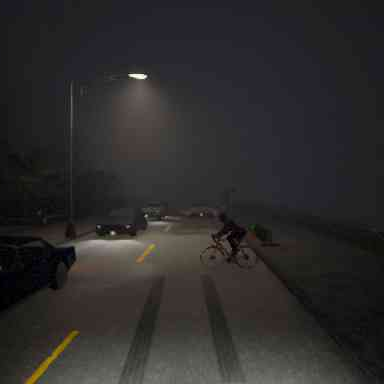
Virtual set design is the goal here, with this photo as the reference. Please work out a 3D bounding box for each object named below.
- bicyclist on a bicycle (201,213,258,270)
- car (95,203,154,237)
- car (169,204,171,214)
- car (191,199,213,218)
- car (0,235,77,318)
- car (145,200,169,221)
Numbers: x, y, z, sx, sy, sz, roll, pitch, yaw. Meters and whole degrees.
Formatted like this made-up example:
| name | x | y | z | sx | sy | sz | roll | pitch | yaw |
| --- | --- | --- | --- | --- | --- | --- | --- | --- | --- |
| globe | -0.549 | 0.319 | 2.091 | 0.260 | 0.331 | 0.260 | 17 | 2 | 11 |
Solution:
| name | x | y | z | sx | sy | sz | roll | pitch | yaw |
| --- | --- | --- | --- | --- | --- | --- | --- | --- | --- |
| bicyclist on a bicycle | 1.060 | 1.423 | 9.557 | 1.656 | 1.620 | 0.582 | -1 | 0 | 2 |
| car | -3.644 | 1.545 | 18.245 | 2.033 | 1.411 | 5.357 | 0 | 0 | 2 |
| car | -3.189 | 1.543 | 33.430 | 2.033 | 1.411 | 5.357 | 0 | 0 | 2 |
| car | 0.873 | 1.597 | 30.034 | 1.895 | 1.301 | 4.718 | 0 | 0 | 2 |
| car | -3.966 | 1.600 | 6.396 | 1.895 | 1.301 | 4.718 | 0 | 0 | 2 |
| car | -3.292 | 1.522 | 27.681 | 1.812 | 1.442 | 4.674 | 0 | 0 | 2 |
